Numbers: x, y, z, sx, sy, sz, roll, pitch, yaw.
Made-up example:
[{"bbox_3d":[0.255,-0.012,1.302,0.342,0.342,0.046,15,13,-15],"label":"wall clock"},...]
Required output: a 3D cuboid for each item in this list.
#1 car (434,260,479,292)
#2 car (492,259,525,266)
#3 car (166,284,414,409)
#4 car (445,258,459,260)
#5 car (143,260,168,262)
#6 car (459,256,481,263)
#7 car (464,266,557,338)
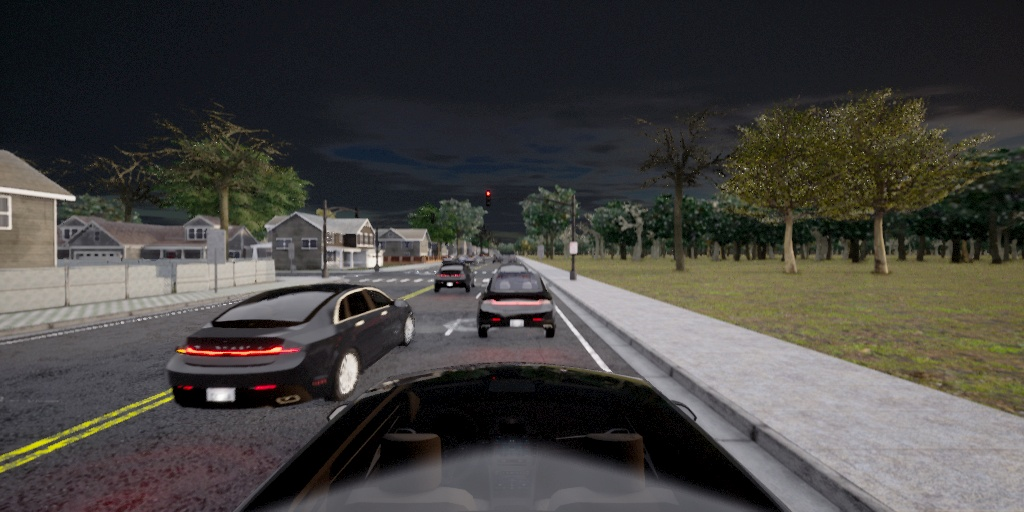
[{"bbox_3d":[-3.114,1.145,20.071,1.837,1.490,4.892,0,0,-1],"label":"car"},{"bbox_3d":[0.052,1.124,19.386,1.882,1.535,5.008,0,0,1],"label":"car"},{"bbox_3d":[-3.143,1.228,6.295,1.837,1.490,4.892,0,1,0],"label":"car"},{"bbox_3d":[-9.754,0.962,55.865,2.033,1.411,5.357,0,0,0],"label":"car"},{"bbox_3d":[-30.872,1.096,31.612,5.008,1.535,1.882,0,0,0],"label":"car"},{"bbox_3d":[-6.503,0.962,55.860,2.033,1.411,5.357,0,0,0],"label":"car"},{"bbox_3d":[0.110,1.193,9.984,2.128,1.511,4.902,0,0,0],"label":"car"}]
